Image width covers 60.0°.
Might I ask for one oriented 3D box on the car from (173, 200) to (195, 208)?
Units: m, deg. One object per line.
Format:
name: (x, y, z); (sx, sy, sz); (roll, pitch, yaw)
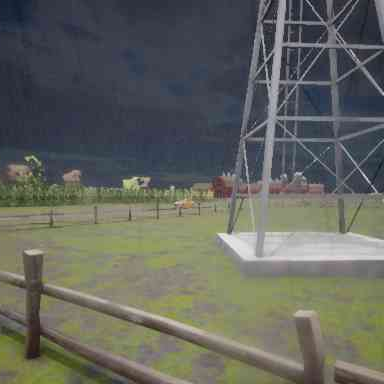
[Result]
car: (-1.415, 2.120, 60.480); (1.882, 1.535, 5.008); (0, -1, 33)
